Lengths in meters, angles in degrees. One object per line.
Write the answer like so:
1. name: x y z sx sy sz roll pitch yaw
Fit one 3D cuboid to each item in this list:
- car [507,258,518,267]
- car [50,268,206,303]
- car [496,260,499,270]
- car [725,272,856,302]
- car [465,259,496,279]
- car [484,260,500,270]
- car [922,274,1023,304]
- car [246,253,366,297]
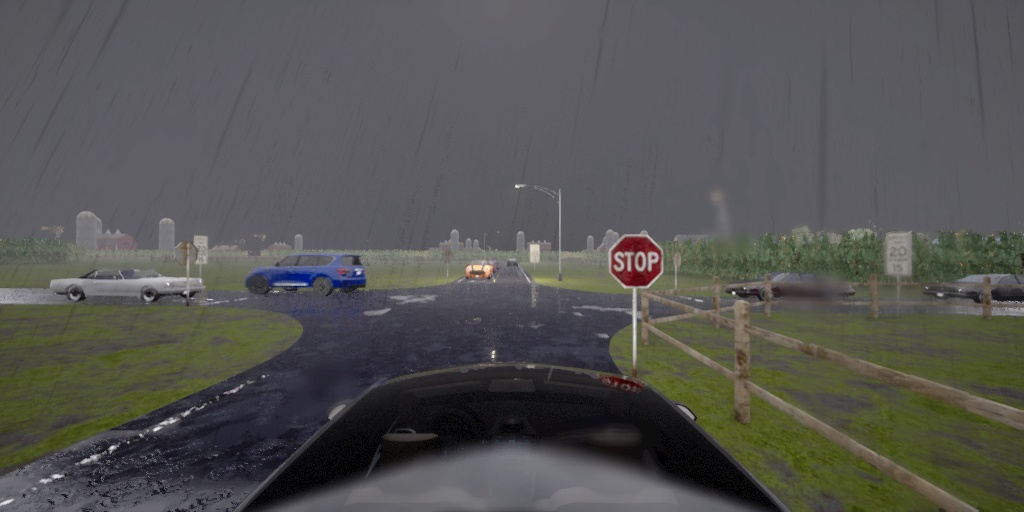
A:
1. car: 0.087 1.164 62.314 1.882 1.535 5.008 0 0 0
2. car: -15.672 1.167 14.852 4.718 1.301 1.895 1 -1 0
3. car: -2.845 1.196 41.655 1.882 1.535 5.008 0 0 0
4. car: 13.641 1.484 17.720 5.357 1.411 2.033 1 -1 1
5. car: -2.850 1.082 31.750 2.097 1.767 4.553 0 0 0
6. car: -2.838 1.250 52.313 2.033 1.411 5.357 0 0 0
7. car: 23.814 1.604 17.669 5.357 1.411 2.033 1 -1 0
8. car: -10.077 0.887 17.739 5.566 2.045 2.150 0 -2 9
